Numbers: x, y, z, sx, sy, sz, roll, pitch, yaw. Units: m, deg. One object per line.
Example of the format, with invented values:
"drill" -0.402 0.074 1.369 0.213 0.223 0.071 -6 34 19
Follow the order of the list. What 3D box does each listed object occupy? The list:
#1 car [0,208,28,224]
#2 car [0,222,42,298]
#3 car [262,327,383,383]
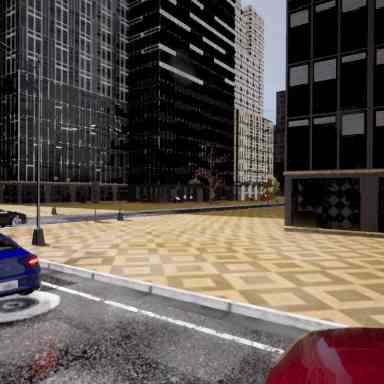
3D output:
"car" -12.933 1.556 20.870 1.837 1.490 4.892 1 0 37
"car" -5.160 1.523 7.371 4.674 1.442 1.812 0 0 36
"car" 2.437 1.564 1.937 4.181 1.385 1.994 0 0 35
